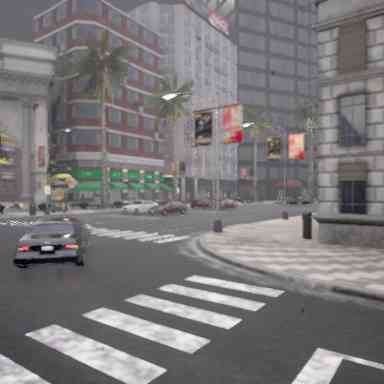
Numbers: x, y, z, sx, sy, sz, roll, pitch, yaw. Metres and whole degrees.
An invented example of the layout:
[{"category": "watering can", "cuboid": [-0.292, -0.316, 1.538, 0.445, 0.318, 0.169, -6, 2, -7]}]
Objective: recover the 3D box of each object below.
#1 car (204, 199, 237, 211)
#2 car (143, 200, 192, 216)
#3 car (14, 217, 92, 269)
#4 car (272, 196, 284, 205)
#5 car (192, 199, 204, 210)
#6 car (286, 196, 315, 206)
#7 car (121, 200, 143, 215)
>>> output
[{"category": "car", "cuboid": [3.943, 1.565, 41.623, 1.812, 1.442, 4.674, 0, 0, 38]}, {"category": "car", "cuboid": [-2.342, 1.566, 33.203, 1.812, 1.442, 4.674, 0, 0, 37]}, {"category": "car", "cuboid": [-4.537, 1.567, 11.382, 2.033, 1.411, 5.357, 0, 0, -15]}, {"category": "car", "cuboid": [16.212, 1.530, 58.288, 4.902, 1.511, 2.128, 0, 0, -32]}, {"category": "car", "cuboid": [1.766, 1.647, 44.598, 1.895, 1.301, 4.718, 0, 0, 38]}, {"category": "car", "cuboid": [18.302, 1.633, 55.492, 4.718, 1.301, 1.895, 0, 0, -32]}, {"category": "car", "cuboid": [-5.350, 1.573, 35.018, 1.812, 1.442, 4.674, 0, 0, 37]}]
